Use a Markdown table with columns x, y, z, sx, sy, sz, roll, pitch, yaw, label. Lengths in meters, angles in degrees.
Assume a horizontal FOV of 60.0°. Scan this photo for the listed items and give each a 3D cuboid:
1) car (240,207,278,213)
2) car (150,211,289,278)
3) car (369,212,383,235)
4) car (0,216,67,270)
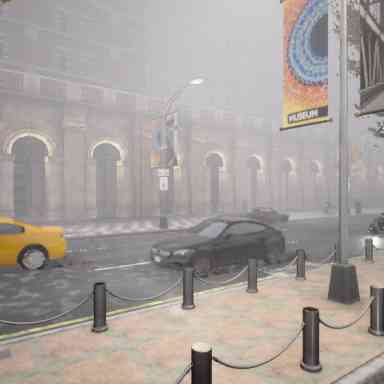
| x | y | z | sx | sy | sz | roll | pitch | yaw | label |
| --- | --- | --- | --- | --- | --- | --- | --- | --- | --- |
| 3.782 | 1.595 | 20.477 | 4.718 | 1.301 | 1.895 | 0 | 0 | -36 | car |
| 0.972 | 1.526 | 10.243 | 4.674 | 1.442 | 1.812 | 0 | 0 | -36 | car |
| 11.193 | 1.564 | 17.586 | 4.181 | 1.385 | 1.994 | 0 | 0 | -35 | car |
| -6.221 | 1.478 | 9.449 | 5.008 | 1.535 | 1.882 | 0 | 0 | -34 | car |
